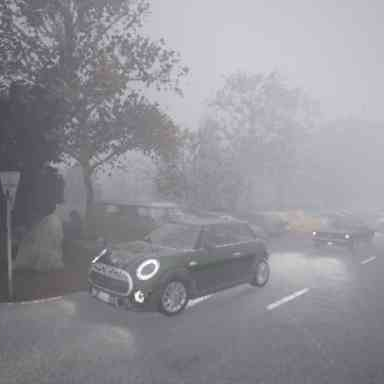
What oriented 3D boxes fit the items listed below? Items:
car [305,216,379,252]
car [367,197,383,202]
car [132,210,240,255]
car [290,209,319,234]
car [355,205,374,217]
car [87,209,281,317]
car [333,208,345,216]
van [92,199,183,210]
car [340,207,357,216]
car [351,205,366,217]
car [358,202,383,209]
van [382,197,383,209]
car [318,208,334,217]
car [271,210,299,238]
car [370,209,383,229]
[{"bbox_3d":[7.673,2.094,16.748,1.895,1.301,4.718,1,-1,41],"label":"car"},{"bbox_3d":[23.174,2.047,42.479,5.566,2.045,2.435,1,1,41],"label":"car"},{"bbox_3d":[-0.386,1.682,14.935,4.674,1.452,2.002,1,-1,41],"label":"car"},{"bbox_3d":[4.993,1.933,21.500,5.366,1.575,1.946,1,-1,41],"label":"car"},{"bbox_3d":[14.210,2.233,31.970,4.892,1.521,2.231,1,0,41],"label":"car"},{"bbox_3d":[-0.077,1.418,7.789,2.097,1.767,4.553,1,-1,43],"label":"car"},{"bbox_3d":[8.699,2.115,25.500,4.792,1.488,2.163,1,-1,41],"label":"car"},{"bbox_3d":[-2.014,1.319,12.825,4.442,1.987,1.878,2,-1,40],"label":"van"},{"bbox_3d":[10.497,2.142,27.636,5.008,1.535,2.097,1,0,41],"label":"car"},{"bbox_3d":[12.311,2.191,29.755,5.008,1.535,2.097,1,0,41],"label":"car"},{"bbox_3d":[19.703,2.297,38.107,5.366,1.575,1.946,1,1,41],"label":"car"},{"bbox_3d":[34.246,1.917,55.172,4.442,1.987,1.878,1,2,41],"label":"van"},{"bbox_3d":[6.811,2.013,23.623,5.366,1.575,1.946,1,-1,41],"label":"car"},{"bbox_3d":[3.297,1.879,19.278,4.792,1.488,2.163,1,-1,41],"label":"car"},{"bbox_3d":[15.780,2.322,26.200,1.812,1.442,4.674,1,0,41],"label":"car"}]
